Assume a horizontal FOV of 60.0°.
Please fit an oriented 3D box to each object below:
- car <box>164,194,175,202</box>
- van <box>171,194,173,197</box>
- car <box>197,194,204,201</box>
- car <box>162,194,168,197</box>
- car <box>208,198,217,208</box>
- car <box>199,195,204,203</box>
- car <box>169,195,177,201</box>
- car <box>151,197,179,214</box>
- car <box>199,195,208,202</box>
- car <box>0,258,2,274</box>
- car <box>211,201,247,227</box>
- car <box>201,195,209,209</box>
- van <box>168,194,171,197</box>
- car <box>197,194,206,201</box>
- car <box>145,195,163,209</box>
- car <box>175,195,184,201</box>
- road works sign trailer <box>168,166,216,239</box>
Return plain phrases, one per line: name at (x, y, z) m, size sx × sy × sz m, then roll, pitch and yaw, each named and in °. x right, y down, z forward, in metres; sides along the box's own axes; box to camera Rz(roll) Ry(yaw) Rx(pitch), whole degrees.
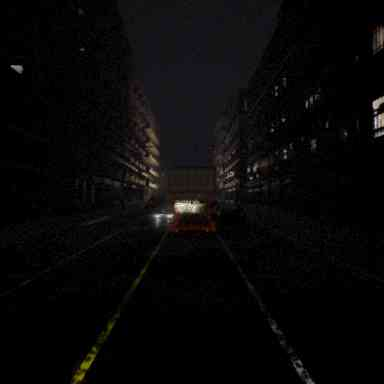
car at (-5.294, 1.385, 77.840) m, size 2.192 × 1.841 × 5.009 m, roll 1°, pitch 0°, yaw 0°
van at (-5.294, 1.381, 66.780) m, size 1.690 × 1.788 × 3.998 m, roll 1°, pitch 0°, yaw 0°
car at (2.581, 1.585, 66.718) m, size 1.887 × 1.381 × 4.507 m, roll 1°, pitch 0°, yaw 0°
car at (-5.292, 1.325, 50.189) m, size 2.192 × 1.841 × 5.009 m, roll 2°, pitch 0°, yaw 0°
car at (2.584, 1.514, 28.174) m, size 1.752 × 1.417 × 4.829 m, roll 1°, pitch 0°, yaw 0°
car at (2.582, 1.561, 50.126) m, size 2.008 × 1.369 × 4.403 m, roll 1°, pitch 0°, yaw 0°
car at (-5.302, 1.689, 94.432) m, size 1.947 × 1.339 × 4.313 m, roll 1°, pitch 0°, yaw 0°
car at (-2.850, 1.541, 35.713) m, size 2.033 × 1.411 × 5.357 m, roll 0°, pitch 0°, yaw 0°
car at (2.591, 1.510, 77.780) m, size 1.967 × 1.590 × 4.097 m, roll 1°, pitch 0°, yaw 0°
car at (-5.294, 1.520, 5.780) m, size 1.752 × 1.417 × 4.829 m, roll 2°, pitch 0°, yaw 0°
car at (2.584, 1.533, 22.472) m, size 1.887 × 1.381 × 4.507 m, roll 1°, pitch 0°, yaw 0°
car at (2.582, 1.548, 44.594) m, size 1.887 × 1.381 × 4.507 m, roll 1°, pitch 0°, yaw 0°
van at (-5.293, 1.369, 61.247) m, size 1.690 × 1.788 × 3.998 m, roll 2°, pitch 0°, yaw 0°
car at (2.551, 1.419, 88.842) m, size 2.192 × 1.841 × 5.009 m, roll 1°, pitch 0°, yaw 0°
car at (-5.297, 1.528, 44.487) m, size 1.752 × 1.417 × 4.829 m, roll 2°, pitch 0°, yaw 0°
car at (-2.753, 1.372, 76.222) m, size 1.994 × 1.385 × 4.181 m, roll 0°, pitch 0°, yaw 0°
road works sign trailer at (-0.004, 0.452, 17.138) m, size 2.380 × 3.560 × 2.880 m, roll 0°, pitch 0°, yaw 0°
